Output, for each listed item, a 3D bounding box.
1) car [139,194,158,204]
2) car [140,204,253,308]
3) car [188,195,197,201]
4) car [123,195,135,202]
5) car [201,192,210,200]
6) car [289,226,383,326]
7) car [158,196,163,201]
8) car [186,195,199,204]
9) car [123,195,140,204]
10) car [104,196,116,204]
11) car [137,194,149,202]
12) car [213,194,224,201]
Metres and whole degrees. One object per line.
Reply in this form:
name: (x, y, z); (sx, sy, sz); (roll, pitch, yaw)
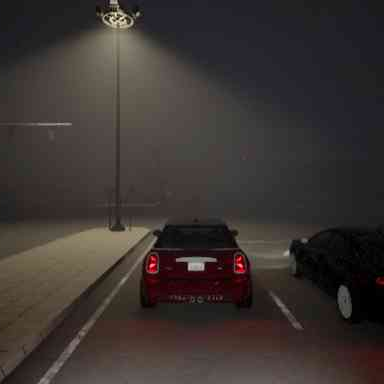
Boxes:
car: (-7.928, 1.513, 61.278); (1.994, 1.385, 4.181); (0, 0, 1)
car: (0.083, 1.345, 8.041); (2.097, 1.767, 4.553); (0, 0, 0)
car: (0.178, 1.446, 85.535); (2.128, 1.511, 4.902); (0, 0, 0)
car: (-14.837, 1.488, 78.314); (1.994, 1.385, 4.181); (0, 0, 0)
car: (3.679, 1.475, 85.944); (1.994, 1.385, 4.181); (0, 0, 0)
car: (3.578, 1.472, 7.165); (1.882, 1.535, 5.008); (0, 0, 0)
car: (-7.838, 1.531, 77.731); (1.895, 1.301, 4.718); (0, 0, 0)
car: (0.114, 1.432, 54.924); (1.882, 1.535, 5.008); (0, 0, 0)
car: (-11.426, 1.427, 61.214); (1.882, 1.535, 5.008); (0, 0, 1)
car: (-14.918, 1.513, 62.016); (1.994, 1.385, 4.181); (0, 0, 1)
car: (-11.338, 1.291, 77.712); (2.097, 1.767, 4.553); (0, 0, 0)
car: (7.179, 1.277, 85.907); (2.097, 1.767, 4.553); (0, 0, 0)
